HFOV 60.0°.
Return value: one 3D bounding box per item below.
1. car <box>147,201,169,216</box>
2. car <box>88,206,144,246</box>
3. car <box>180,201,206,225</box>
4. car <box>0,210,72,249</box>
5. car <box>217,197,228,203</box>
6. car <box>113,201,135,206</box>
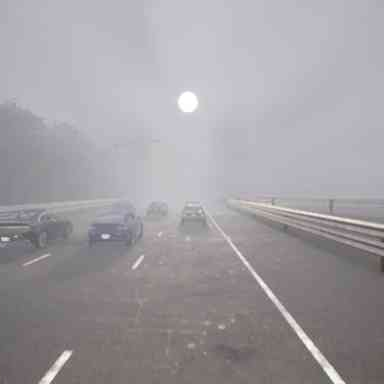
[{"bbox_3d":[-3.407,1.656,33.586,2.033,1.411,5.357,0,0,0],"label":"car"},{"bbox_3d":[-3.418,1.586,15.438,1.812,1.442,4.674,0,0,0],"label":"car"},{"bbox_3d":[0.093,1.637,24.915,2.033,1.411,5.357,0,0,0],"label":"car"},{"bbox_3d":[-6.905,1.550,14.782,2.128,1.511,4.902,0,0,0],"label":"car"},{"bbox_3d":[6.800,1.733,73.203,1.994,1.385,4.181,0,-1,-9],"label":"car"},{"bbox_3d":[-6.906,1.656,33.547,2.033,1.411,5.357,0,0,0],"label":"car"}]
